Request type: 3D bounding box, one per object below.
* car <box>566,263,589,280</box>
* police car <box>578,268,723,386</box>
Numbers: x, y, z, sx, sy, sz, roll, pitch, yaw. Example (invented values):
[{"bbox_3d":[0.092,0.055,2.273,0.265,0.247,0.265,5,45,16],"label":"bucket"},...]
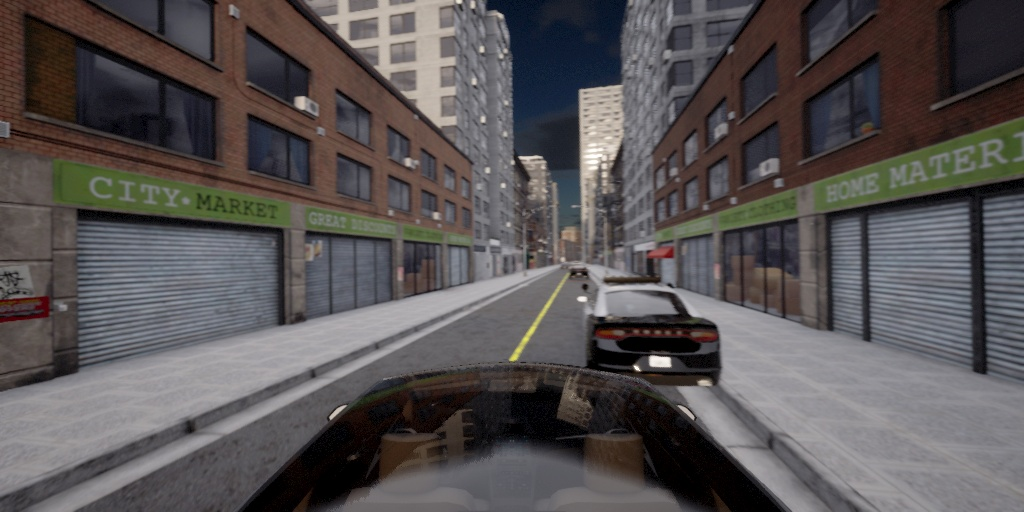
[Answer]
[{"bbox_3d":[6.781,1.558,36.246,1.882,1.535,5.008,-1,-1,10],"label":"car"},{"bbox_3d":[2.396,1.205,7.242,1.930,1.638,5.238,-1,-1,10],"label":"police car"}]
